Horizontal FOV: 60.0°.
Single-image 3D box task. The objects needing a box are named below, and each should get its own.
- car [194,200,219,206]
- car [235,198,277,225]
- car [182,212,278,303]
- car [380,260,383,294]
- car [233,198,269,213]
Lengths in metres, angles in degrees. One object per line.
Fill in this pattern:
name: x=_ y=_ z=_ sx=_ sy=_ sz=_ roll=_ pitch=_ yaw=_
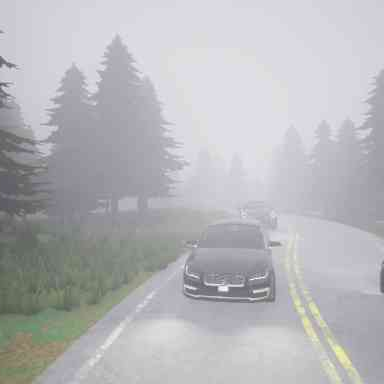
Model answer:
car: x=1.903 y=1.799 z=44.859 sx=1.812 sy=1.442 sz=4.674 roll=3 pitch=-5 yaw=-35
car: x=3.869 y=1.270 z=20.365 sx=2.097 sy=1.767 sz=4.553 roll=-1 pitch=0 yaw=5
car: x=1.088 y=1.496 z=8.411 sx=1.837 sy=1.490 sz=4.892 roll=-1 pitch=0 yaw=12
car: x=4.492 y=1.308 z=4.642 sx=2.097 sy=1.767 sz=4.553 roll=-1 pitch=0 yaw=8
car: x=6.190 y=1.410 z=35.735 sx=1.837 sy=1.490 sz=4.892 roll=2 pitch=-1 yaw=-16
